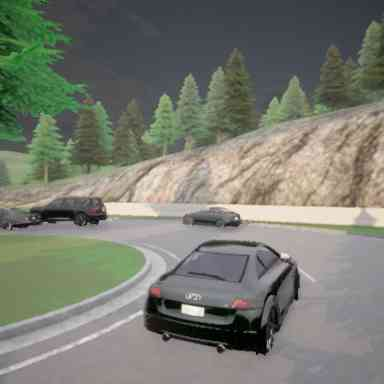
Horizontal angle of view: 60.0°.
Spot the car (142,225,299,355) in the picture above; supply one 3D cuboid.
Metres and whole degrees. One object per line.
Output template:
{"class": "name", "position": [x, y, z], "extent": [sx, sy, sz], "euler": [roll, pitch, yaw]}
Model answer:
{"class": "car", "position": [0.833, 1.613, 6.385], "extent": [1.994, 1.385, 4.181], "euler": [0, 0, 24]}

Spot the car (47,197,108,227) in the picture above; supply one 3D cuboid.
{"class": "car", "position": [-8.801, 1.355, 23.612], "extent": [5.566, 2.045, 2.150], "euler": [0, -1, 10]}

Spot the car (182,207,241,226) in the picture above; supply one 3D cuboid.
{"class": "car", "position": [1.347, 1.734, 23.233], "extent": [4.181, 1.385, 1.994], "euler": [0, -1, 38]}

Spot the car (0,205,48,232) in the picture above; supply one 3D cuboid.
{"class": "car", "position": [-12.185, 1.648, 20.701], "extent": [5.357, 1.411, 2.033], "euler": [0, 0, 7]}
